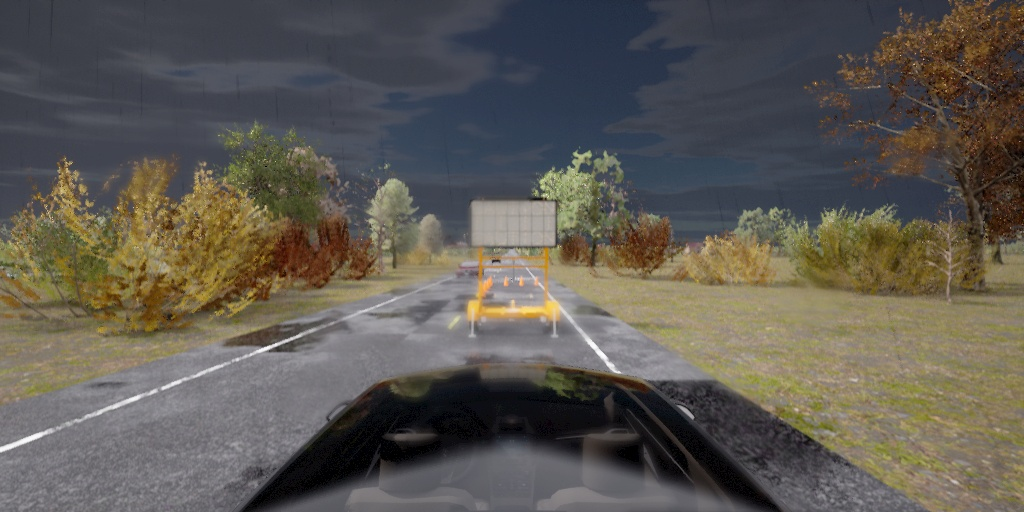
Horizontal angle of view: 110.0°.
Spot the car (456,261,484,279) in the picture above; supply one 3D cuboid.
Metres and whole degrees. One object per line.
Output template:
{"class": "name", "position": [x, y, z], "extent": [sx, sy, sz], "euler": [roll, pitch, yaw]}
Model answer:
{"class": "car", "position": [-3.456, 1.110, 30.054], "extent": [1.812, 1.442, 4.674], "euler": [0, 0, 0]}

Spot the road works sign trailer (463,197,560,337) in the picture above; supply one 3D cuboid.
{"class": "road works sign trailer", "position": [0.045, 0.170, 10.073], "extent": [2.380, 3.560, 2.880], "euler": [0, 0, 0]}
